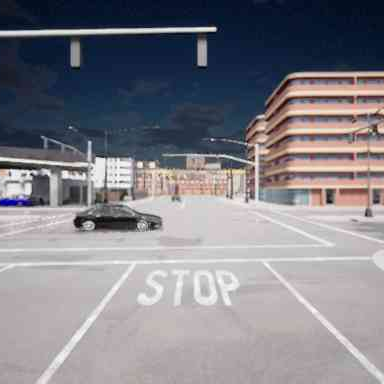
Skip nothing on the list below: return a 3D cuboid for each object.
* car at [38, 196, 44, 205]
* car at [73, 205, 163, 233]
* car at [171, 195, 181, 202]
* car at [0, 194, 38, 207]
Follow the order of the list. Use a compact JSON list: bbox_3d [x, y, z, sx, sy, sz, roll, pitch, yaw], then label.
[{"bbox_3d":[-24.042,1.249,49.210,3.806,1.475,1.970,0,0,1],"label":"car"},{"bbox_3d":[-4.088,1.498,18.602,4.892,1.490,1.837,0,0,0],"label":"car"},{"bbox_3d":[-3.265,1.254,68.338,2.033,1.411,5.357,0,0,0],"label":"car"},{"bbox_3d":[-23.324,1.112,43.459,4.611,1.667,2.242,0,0,1],"label":"car"}]
